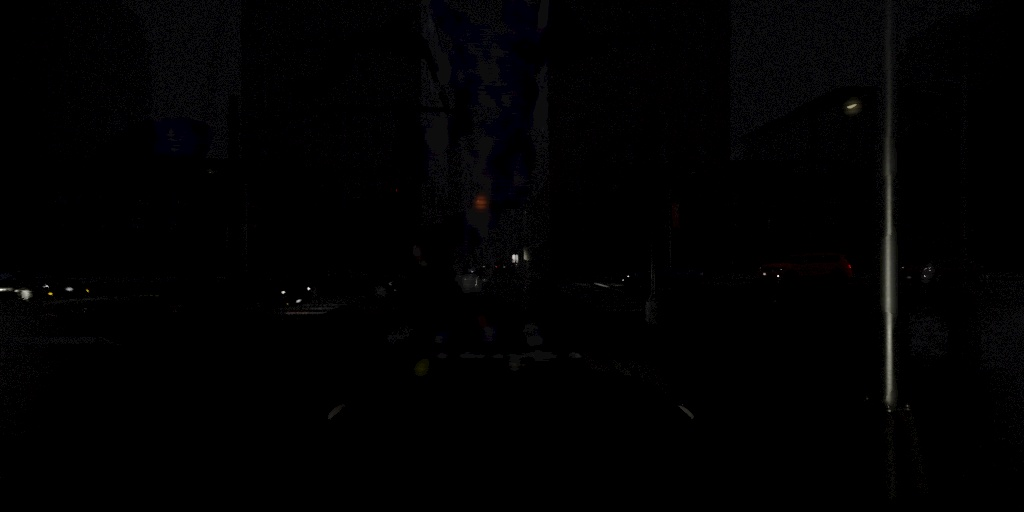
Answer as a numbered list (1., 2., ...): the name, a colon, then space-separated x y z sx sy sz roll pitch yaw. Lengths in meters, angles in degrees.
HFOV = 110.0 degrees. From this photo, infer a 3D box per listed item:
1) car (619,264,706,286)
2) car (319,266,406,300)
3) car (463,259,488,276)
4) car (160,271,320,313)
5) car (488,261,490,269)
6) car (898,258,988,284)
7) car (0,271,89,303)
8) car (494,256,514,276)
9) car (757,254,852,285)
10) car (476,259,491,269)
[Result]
1. car: 10.222 1.243 24.519 5.357 1.411 2.033 0 0 -2
2. car: -7.685 1.246 17.259 5.008 1.535 1.882 0 0 -2
3. car: -3.982 1.259 37.514 2.128 1.511 4.902 0 0 -2
4. car: -10.213 1.381 13.585 4.718 1.301 1.895 0 0 3
5. car: -4.263 1.284 47.893 1.837 1.490 4.892 0 0 -2
6. car: 30.072 0.981 25.122 4.553 1.767 2.097 0 0 -2
7. car: -22.765 1.394 16.799 4.181 1.385 1.994 0 0 -2
8. car: -0.822 1.120 38.190 2.097 1.767 4.553 0 0 -1
9. car: 20.180 0.883 24.826 5.566 2.045 2.150 0 0 -2
10. car: -4.542 1.281 58.289 2.128 1.511 4.902 0 0 -1
